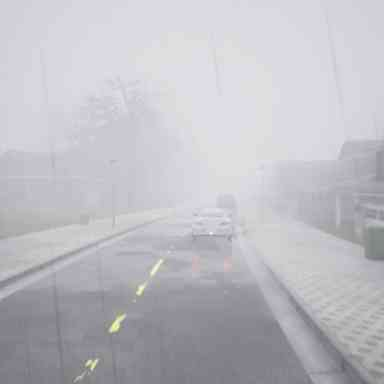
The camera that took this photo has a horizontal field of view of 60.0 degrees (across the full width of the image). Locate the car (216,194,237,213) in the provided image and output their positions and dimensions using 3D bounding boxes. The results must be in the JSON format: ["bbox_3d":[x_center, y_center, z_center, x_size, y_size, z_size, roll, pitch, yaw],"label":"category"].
[{"bbox_3d":[3.970,1.254,38.268,2.150,2.045,5.566,0,0,8],"label":"car"}]

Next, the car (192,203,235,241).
[{"bbox_3d":[1.044,1.518,16.560,1.812,1.442,4.674,0,0,5],"label":"car"}]
